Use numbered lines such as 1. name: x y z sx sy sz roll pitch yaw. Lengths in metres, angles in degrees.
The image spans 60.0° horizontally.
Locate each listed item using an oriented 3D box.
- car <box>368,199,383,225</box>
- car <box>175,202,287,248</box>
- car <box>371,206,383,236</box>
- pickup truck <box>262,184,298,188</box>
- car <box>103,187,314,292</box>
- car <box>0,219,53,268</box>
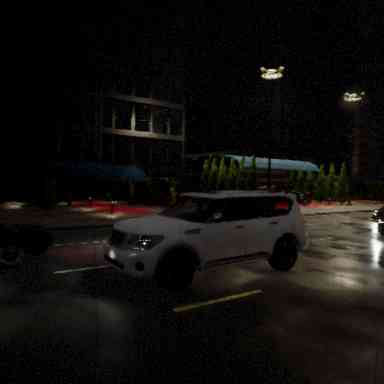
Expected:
1. car: 13.892 1.203 21.545 5.357 1.411 2.033 -2 4 -33
2. car: 1.631 1.201 13.487 4.181 1.385 1.994 0 2 -34
3. car: 10.379 1.272 15.118 4.892 1.490 1.837 1 2 -34
4. pickup truck: 9.163 0.260 34.148 6.274 2.098 2.390 1 2 -3
5. car: 0.614 0.978 8.588 5.566 2.045 2.150 0 2 -34
6. car: -6.147 1.229 8.353 4.718 1.301 1.895 0 2 -32
